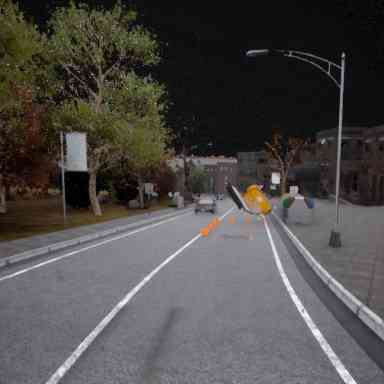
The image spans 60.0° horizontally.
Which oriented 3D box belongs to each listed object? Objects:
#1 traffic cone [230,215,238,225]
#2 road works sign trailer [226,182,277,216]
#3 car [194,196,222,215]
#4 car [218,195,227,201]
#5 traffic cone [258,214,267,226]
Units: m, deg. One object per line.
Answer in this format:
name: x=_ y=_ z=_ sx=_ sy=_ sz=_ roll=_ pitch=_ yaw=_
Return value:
traffic cone: x=2.707 y=1.905 z=22.224 sx=0.340 sy=0.580 sz=0.340 roll=1 pitch=0 yaw=10
road works sign trailer: x=3.689 y=0.779 z=23.620 sx=2.880 sy=2.380 sz=3.560 roll=-39 pitch=-29 yaw=19
car: x=1.456 y=1.390 z=32.361 sx=1.812 sy=1.442 sz=4.674 roll=1 pitch=0 yaw=11
car: x=6.460 y=1.300 z=73.425 sx=1.994 sy=1.385 sz=4.181 roll=0 pitch=0 yaw=0
traffic cone: x=4.671 y=1.941 z=21.983 sx=0.340 sy=0.580 sz=0.340 roll=2 pitch=1 yaw=20
